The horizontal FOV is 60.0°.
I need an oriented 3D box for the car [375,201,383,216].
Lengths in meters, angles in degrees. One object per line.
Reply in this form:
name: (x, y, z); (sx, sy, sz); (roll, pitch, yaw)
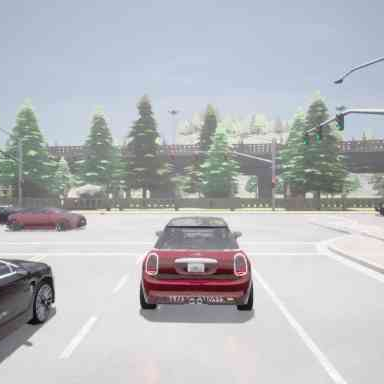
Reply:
car: (19.473, 1.166, 29.666); (5.566, 2.045, 2.150); (0, 0, 1)

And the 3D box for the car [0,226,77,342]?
car: (-3.432, 1.492, 4.217); (2.128, 1.511, 4.902); (0, 0, 0)

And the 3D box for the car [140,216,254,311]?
car: (0.148, 1.352, 7.968); (2.097, 1.767, 4.553); (0, 0, 2)

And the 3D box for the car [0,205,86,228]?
car: (-8.370, 1.543, 19.390); (4.181, 1.385, 1.994); (0, 0, 1)
